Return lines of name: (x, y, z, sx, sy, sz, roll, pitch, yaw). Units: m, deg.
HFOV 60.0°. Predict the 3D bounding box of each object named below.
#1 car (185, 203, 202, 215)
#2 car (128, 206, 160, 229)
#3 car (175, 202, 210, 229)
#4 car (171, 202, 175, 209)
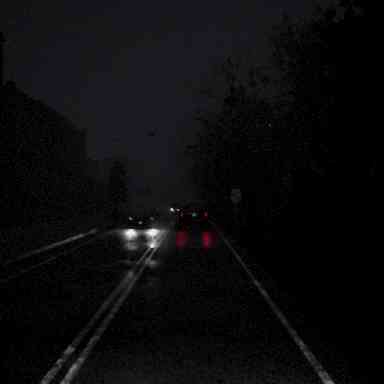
car: (0.194, 2.085, 42.082, 2.033, 1.411, 5.357, 0, -1, 0)
car: (-3.317, 1.736, 23.722, 1.812, 1.442, 4.674, 0, -1, 0)
car: (0.132, 1.561, 23.604, 2.097, 1.767, 4.553, 0, -1, 0)
car: (-3.064, 2.584, 64.917, 1.895, 1.301, 4.718, 0, -1, 1)
